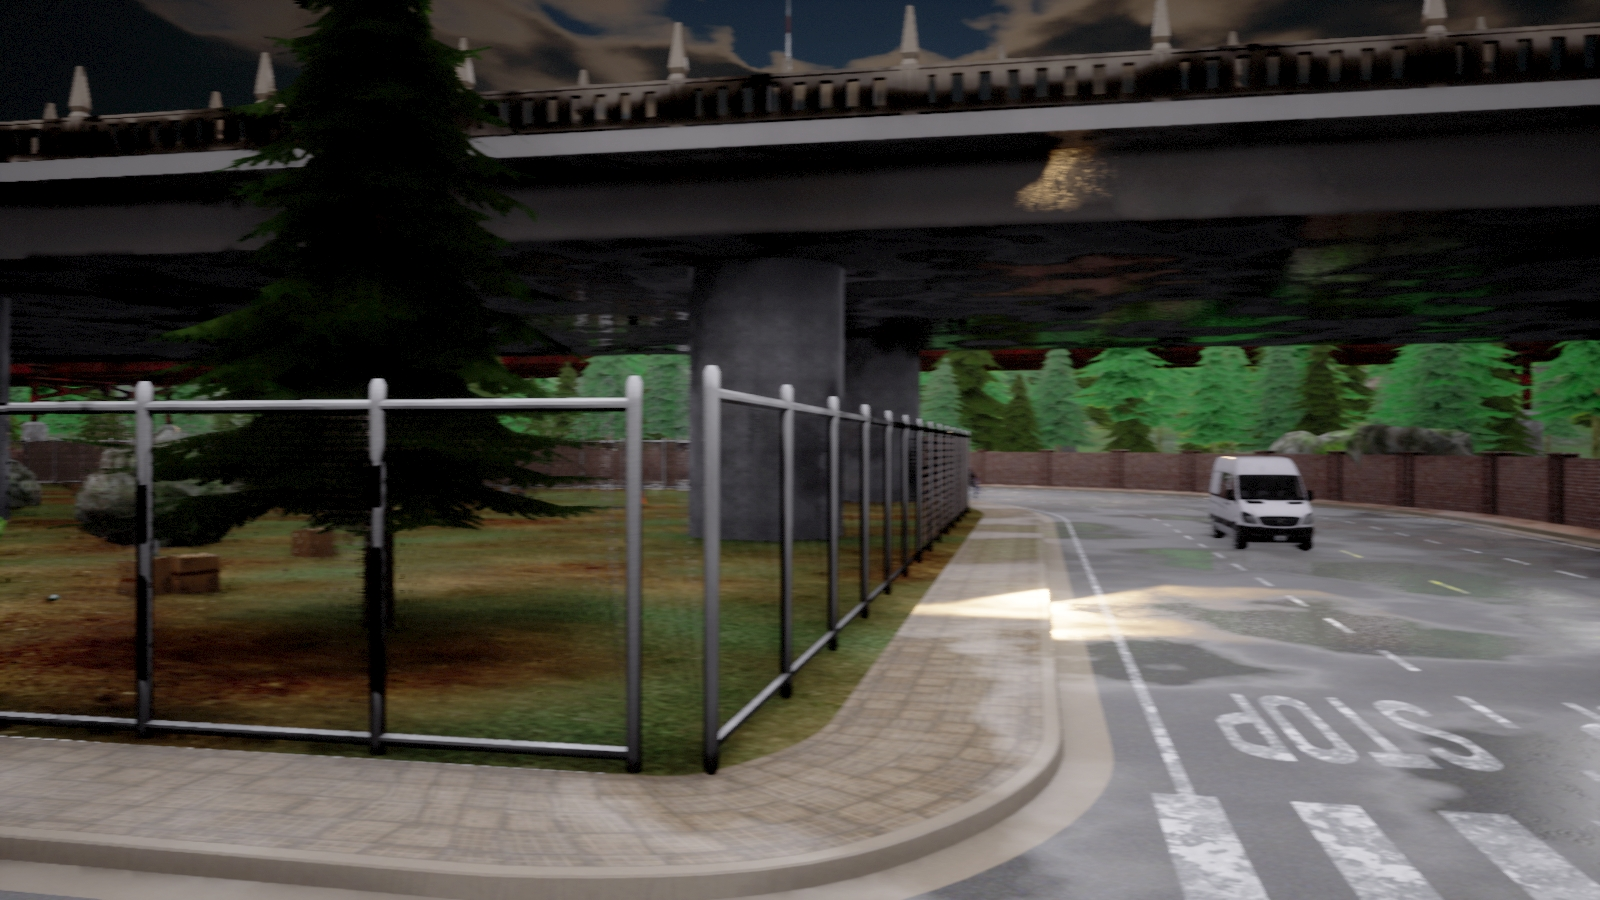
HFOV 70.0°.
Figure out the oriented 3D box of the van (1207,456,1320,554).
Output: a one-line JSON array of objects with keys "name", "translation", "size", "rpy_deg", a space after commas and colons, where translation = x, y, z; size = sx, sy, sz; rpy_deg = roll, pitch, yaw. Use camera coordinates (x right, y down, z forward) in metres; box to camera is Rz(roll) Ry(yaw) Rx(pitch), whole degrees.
[{"name": "van", "translation": [13.422, 1.468, 33.471], "size": [1.988, 2.561, 5.915], "rpy_deg": [0, 0, 11]}]
